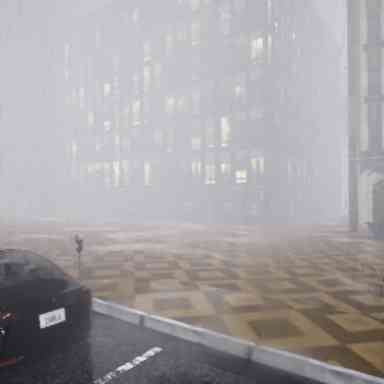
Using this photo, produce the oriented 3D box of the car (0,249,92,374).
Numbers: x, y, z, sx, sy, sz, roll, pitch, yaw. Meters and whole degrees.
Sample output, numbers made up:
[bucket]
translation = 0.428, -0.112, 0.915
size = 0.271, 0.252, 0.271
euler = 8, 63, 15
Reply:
[car]
translation = -3.405, 1.595, 5.300
size = 4.313, 1.339, 1.947
euler = 0, 0, 35
